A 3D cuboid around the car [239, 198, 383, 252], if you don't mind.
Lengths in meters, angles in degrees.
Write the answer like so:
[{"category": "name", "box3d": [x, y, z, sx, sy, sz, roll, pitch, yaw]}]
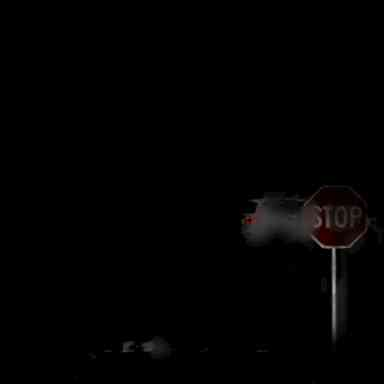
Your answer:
[{"category": "car", "box3d": [4.751, 1.276, 13.621, 5.566, 2.045, 2.150, 0, -1, 0]}]
